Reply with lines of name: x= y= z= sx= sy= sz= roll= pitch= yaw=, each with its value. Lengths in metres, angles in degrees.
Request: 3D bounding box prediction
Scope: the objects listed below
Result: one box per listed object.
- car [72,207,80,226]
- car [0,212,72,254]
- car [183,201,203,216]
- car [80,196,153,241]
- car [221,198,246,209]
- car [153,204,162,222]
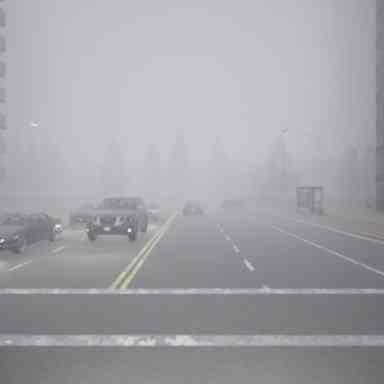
car: x=-7.067 y=1.487 z=23.616 sx=1.882 sy=1.535 sz=5.008 roll=0 pitch=0 yaw=0
car: x=-7.096 y=1.553 z=13.793 sx=2.033 sy=1.411 sz=5.357 roll=0 pitch=0 yaw=0
car: x=0.098 y=1.577 z=32.521 sx=1.994 sy=1.385 sz=4.181 roll=0 pitch=0 yaw=0
car: x=-3.601 y=1.229 z=17.032 sx=2.150 sy=2.045 sz=5.566 roll=0 pitch=0 yaw=1
car: x=5.593 y=1.512 z=44.691 sx=1.837 sy=1.490 sz=4.892 roll=-2 pitch=0 yaw=32
car: x=-3.546 y=1.612 z=27.006 sx=1.895 sy=1.301 sz=4.718 roll=0 pitch=0 yaw=1
